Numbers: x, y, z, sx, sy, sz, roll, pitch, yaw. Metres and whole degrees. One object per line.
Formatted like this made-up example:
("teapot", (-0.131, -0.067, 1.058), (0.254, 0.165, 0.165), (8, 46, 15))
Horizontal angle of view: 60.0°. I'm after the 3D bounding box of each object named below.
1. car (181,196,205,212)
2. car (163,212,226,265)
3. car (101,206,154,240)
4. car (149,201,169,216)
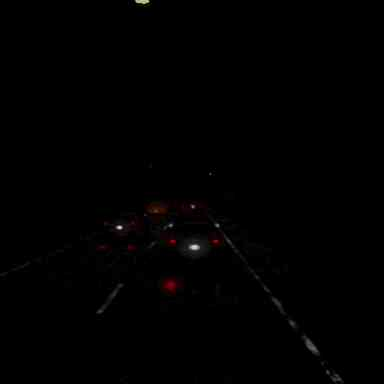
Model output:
("car", (0.096, 1.390, 31.596), (2.150, 2.045, 5.566), (0, 0, 0))
("car", (0.080, 1.628, 11.921), (1.994, 1.385, 4.181), (0, 0, 0))
("car", (-3.405, 1.658, 17.662), (1.994, 1.385, 4.181), (0, 0, 0))
("car", (-3.403, 1.658, 33.990), (1.882, 1.535, 5.008), (0, 0, 0))
